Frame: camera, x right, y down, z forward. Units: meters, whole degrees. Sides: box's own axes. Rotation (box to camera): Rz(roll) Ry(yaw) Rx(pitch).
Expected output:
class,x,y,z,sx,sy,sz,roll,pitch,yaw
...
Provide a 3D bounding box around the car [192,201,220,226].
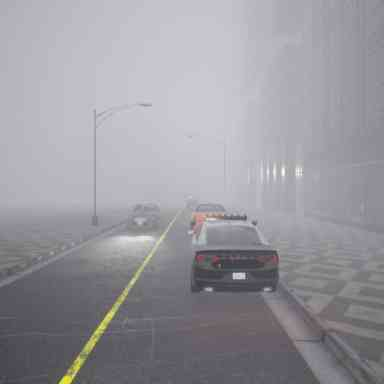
class,x,y,z,sx,sy,sz,roll,pitch,yaw
car,0.952,1.496,24.928,1.882,1.535,5.008,0,0,0

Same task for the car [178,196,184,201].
class,x,y,z,sx,sy,sz,roll,pitch,yaw
car,-2.809,1.751,87.890,2.033,1.411,5.357,0,0,0

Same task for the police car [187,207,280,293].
class,x,y,z,sx,sy,sz,roll,pitch,yaw
police car,0.917,1.427,9.037,1.930,1.638,5.238,0,0,0

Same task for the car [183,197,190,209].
class,x,y,z,sx,sy,sz,roll,pitch,yaw
car,0.112,1.667,46.531,1.895,1.301,4.718,0,0,1

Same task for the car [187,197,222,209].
class,x,y,z,sx,sy,sz,roll,pitch,yaw
car,0.938,1.361,18.898,2.097,1.767,4.553,0,0,0

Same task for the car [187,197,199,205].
class,x,y,z,sx,sy,sz,roll,pitch,yaw
car,0.130,1.600,60.389,2.128,1.511,4.902,0,0,0

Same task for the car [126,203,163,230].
class,x,y,z,sx,sy,sz,roll,pitch,yaw
car,-2.956,1.504,21.344,2.128,1.511,4.902,0,0,0
